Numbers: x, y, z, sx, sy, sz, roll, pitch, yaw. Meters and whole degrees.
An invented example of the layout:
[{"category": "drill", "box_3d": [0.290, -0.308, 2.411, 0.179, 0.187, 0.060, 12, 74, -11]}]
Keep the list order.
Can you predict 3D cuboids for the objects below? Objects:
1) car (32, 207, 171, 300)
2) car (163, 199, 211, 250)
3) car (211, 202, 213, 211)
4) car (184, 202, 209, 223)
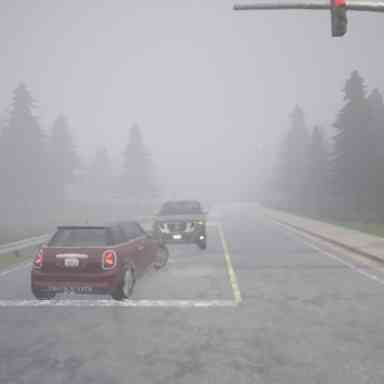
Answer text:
[{"category": "car", "box_3d": [-2.172, 1.478, 9.008, 2.097, 1.767, 4.553, -1, 0, 9]}, {"category": "car", "box_3d": [-0.404, 1.358, 15.302, 2.150, 2.045, 5.566, -2, -1, 3]}, {"category": "car", "box_3d": [1.820, 1.800, 45.359, 2.128, 1.511, 4.902, -2, -1, 6]}, {"category": "car", "box_3d": [0.489, 1.724, 29.427, 1.837, 1.490, 4.892, -2, 0, 4]}]
